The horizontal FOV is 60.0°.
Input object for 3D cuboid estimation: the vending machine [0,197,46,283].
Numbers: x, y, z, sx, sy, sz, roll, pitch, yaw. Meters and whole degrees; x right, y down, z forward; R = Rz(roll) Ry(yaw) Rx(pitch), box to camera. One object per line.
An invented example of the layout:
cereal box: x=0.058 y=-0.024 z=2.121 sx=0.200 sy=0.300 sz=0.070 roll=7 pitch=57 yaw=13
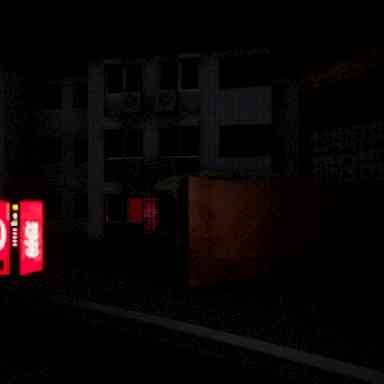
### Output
vending machine: x=-4.672 y=1.195 z=8.870 sx=0.880 sy=2.100 sz=1.100 roll=0 pitch=0 yaw=22
